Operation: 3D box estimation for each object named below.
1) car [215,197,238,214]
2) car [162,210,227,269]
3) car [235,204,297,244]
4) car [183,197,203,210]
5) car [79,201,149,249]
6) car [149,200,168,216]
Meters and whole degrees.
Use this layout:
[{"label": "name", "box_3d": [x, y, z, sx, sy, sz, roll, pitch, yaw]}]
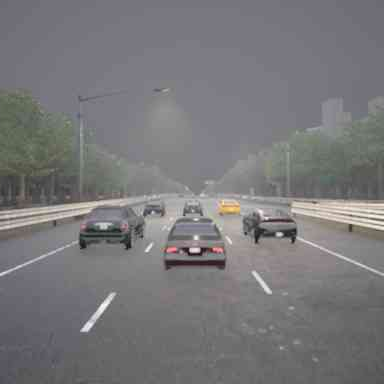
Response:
[{"label": "car", "box_3d": [3.600, 1.488, 32.995, 1.882, 1.535, 5.008, 0, 0, 0]}, {"label": "car", "box_3d": [0.086, 1.576, 11.232, 2.033, 1.411, 5.357, 0, 0, 0]}, {"label": "car", "box_3d": [3.593, 1.526, 16.061, 2.128, 1.511, 4.902, 0, 0, 0]}, {"label": "car", "box_3d": [0.089, 1.538, 32.489, 1.812, 1.442, 4.674, 0, 0, 0]}, {"label": "car", "box_3d": [-3.409, 1.386, 14.972, 2.097, 1.767, 4.553, 0, 0, 0]}, {"label": "car", "box_3d": [-3.402, 1.521, 31.569, 1.837, 1.490, 4.892, 0, 0, 0]}]
